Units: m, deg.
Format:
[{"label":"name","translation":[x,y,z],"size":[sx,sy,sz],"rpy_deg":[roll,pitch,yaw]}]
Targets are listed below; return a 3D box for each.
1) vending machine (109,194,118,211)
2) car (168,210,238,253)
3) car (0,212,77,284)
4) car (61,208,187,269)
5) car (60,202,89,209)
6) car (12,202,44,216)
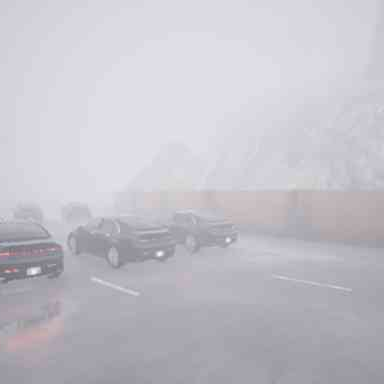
[{"label":"vending machine","translation":[-9.978,1.273,42.156],"size":[1.100,2.100,0.880],"rpy_deg":[0,0,-13]},{"label":"car","translation":[-0.301,1.533,14.079],"size":[1.837,1.490,4.892],"rpy_deg":[0,0,-43]},{"label":"car","translation":[-5.221,1.520,9.154],"size":[1.837,1.490,4.892],"rpy_deg":[0,0,-44]},{"label":"car","translation":[-2.576,1.527,11.390],"size":[1.837,1.490,4.892],"rpy_deg":[0,0,-43]},{"label":"car","translation":[-9.377,1.554,26.897],"size":[1.837,1.490,4.892],"rpy_deg":[0,0,-28]},{"label":"car","translation":[-12.221,1.548,24.809],"size":[1.837,1.490,4.892],"rpy_deg":[0,0,-28]}]
